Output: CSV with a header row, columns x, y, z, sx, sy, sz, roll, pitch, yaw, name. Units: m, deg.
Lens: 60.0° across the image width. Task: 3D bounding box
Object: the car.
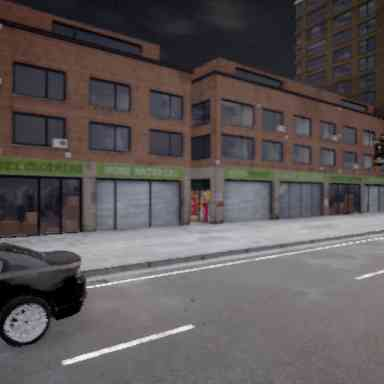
x,y,z,sx,sy,sz,roll,pitch,yaw,name
-4.102,1.470,4.751,5.008,1.535,1.882,0,0,-35,car
